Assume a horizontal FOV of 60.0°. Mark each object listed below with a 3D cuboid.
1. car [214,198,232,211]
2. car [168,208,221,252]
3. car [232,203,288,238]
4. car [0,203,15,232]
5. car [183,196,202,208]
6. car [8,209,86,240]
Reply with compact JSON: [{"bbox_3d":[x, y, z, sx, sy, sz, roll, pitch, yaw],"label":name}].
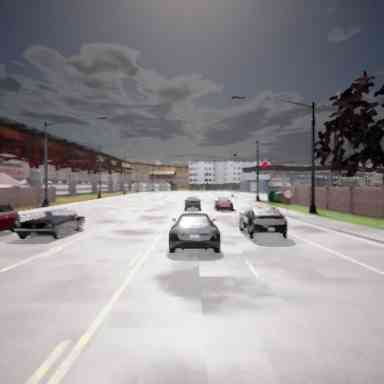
[{"bbox_3d":[3.586,1.355,38.015,1.994,1.385,4.181,0,1,0],"label":"car"},{"bbox_3d":[0.094,1.555,13.852,1.994,1.385,4.181,0,0,0],"label":"car"},{"bbox_3d":[3.593,1.478,17.432,2.128,1.511,4.902,0,0,0],"label":"car"},{"bbox_3d":[-10.597,1.341,16.670,2.097,1.767,4.553,0,0,0],"label":"car"},{"bbox_3d":[0.086,1.288,38.456,1.837,1.490,4.892,0,1,0],"label":"car"},{"bbox_3d":[-7.102,1.589,17.135,1.895,1.301,4.718,0,0,0],"label":"car"}]
